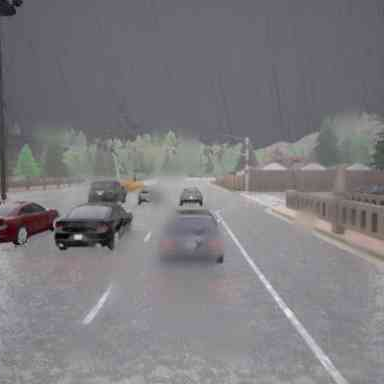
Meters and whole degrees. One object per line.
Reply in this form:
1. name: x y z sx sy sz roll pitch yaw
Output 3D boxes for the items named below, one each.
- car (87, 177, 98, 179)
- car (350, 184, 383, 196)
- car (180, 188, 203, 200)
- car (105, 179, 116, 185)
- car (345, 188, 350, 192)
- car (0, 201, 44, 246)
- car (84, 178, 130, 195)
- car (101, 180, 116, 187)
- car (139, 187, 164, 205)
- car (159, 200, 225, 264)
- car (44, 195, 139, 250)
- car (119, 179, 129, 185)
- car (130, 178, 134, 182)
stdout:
1. car: -21.325 -2.137 71.089 2.150 2.045 5.566 0 3 0
2. car: 21.132 -0.061 37.128 5.357 1.411 2.033 0 3 2
3. car: -0.058 0.333 29.831 1.994 1.385 4.181 0 3 0
4. car: -21.402 -2.745 87.544 1.837 1.490 4.892 0 3 0
5. car: 21.225 -0.242 40.622 5.357 1.411 2.033 0 3 2
6. car: -6.993 1.092 13.309 1.882 1.535 5.008 0 3 0
7. car: -7.060 0.076 28.219 2.150 2.045 5.566 0 3 0
8. car: -17.825 -1.840 71.150 2.128 1.511 4.902 0 3 0
9. car: -3.559 0.286 29.356 2.128 1.511 4.902 0 3 0
10. car: 0.001 1.283 10.894 2.033 1.411 5.357 0 3 0
11. car: -3.493 1.123 12.710 1.882 1.535 5.008 0 3 0
12. car: -17.902 -2.722 87.561 1.812 1.442 4.674 0 3 0
13. car: -14.326 -2.012 71.188 2.097 1.767 4.553 0 3 0
